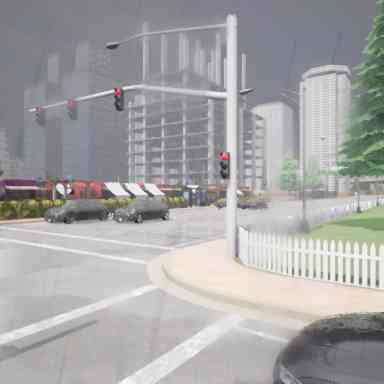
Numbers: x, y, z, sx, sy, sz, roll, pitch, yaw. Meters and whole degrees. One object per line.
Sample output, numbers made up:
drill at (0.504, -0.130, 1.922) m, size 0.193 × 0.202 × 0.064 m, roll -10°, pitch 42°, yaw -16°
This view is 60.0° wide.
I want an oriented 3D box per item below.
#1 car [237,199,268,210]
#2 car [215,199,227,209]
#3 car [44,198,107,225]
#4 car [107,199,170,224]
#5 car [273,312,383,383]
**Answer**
car at (8.026, 1.546, 42.341) m, size 2.033 × 1.411 × 5.357 m, roll 0°, pitch 0°, yaw 34°
car at (5.141, 1.545, 44.323) m, size 2.033 × 1.411 × 5.357 m, roll 0°, pitch 0°, yaw 34°
car at (-8.376, 1.351, 24.379) m, size 2.097 × 1.767 × 4.553 m, roll 0°, pitch 0°, yaw 34°
car at (-3.718, 1.350, 25.013) m, size 2.097 × 1.767 × 4.553 m, roll 0°, pitch 0°, yaw 34°
car at (2.909, 1.492, 1.915) m, size 4.902 × 1.511 × 2.128 m, roll 0°, pitch 0°, yaw 36°
